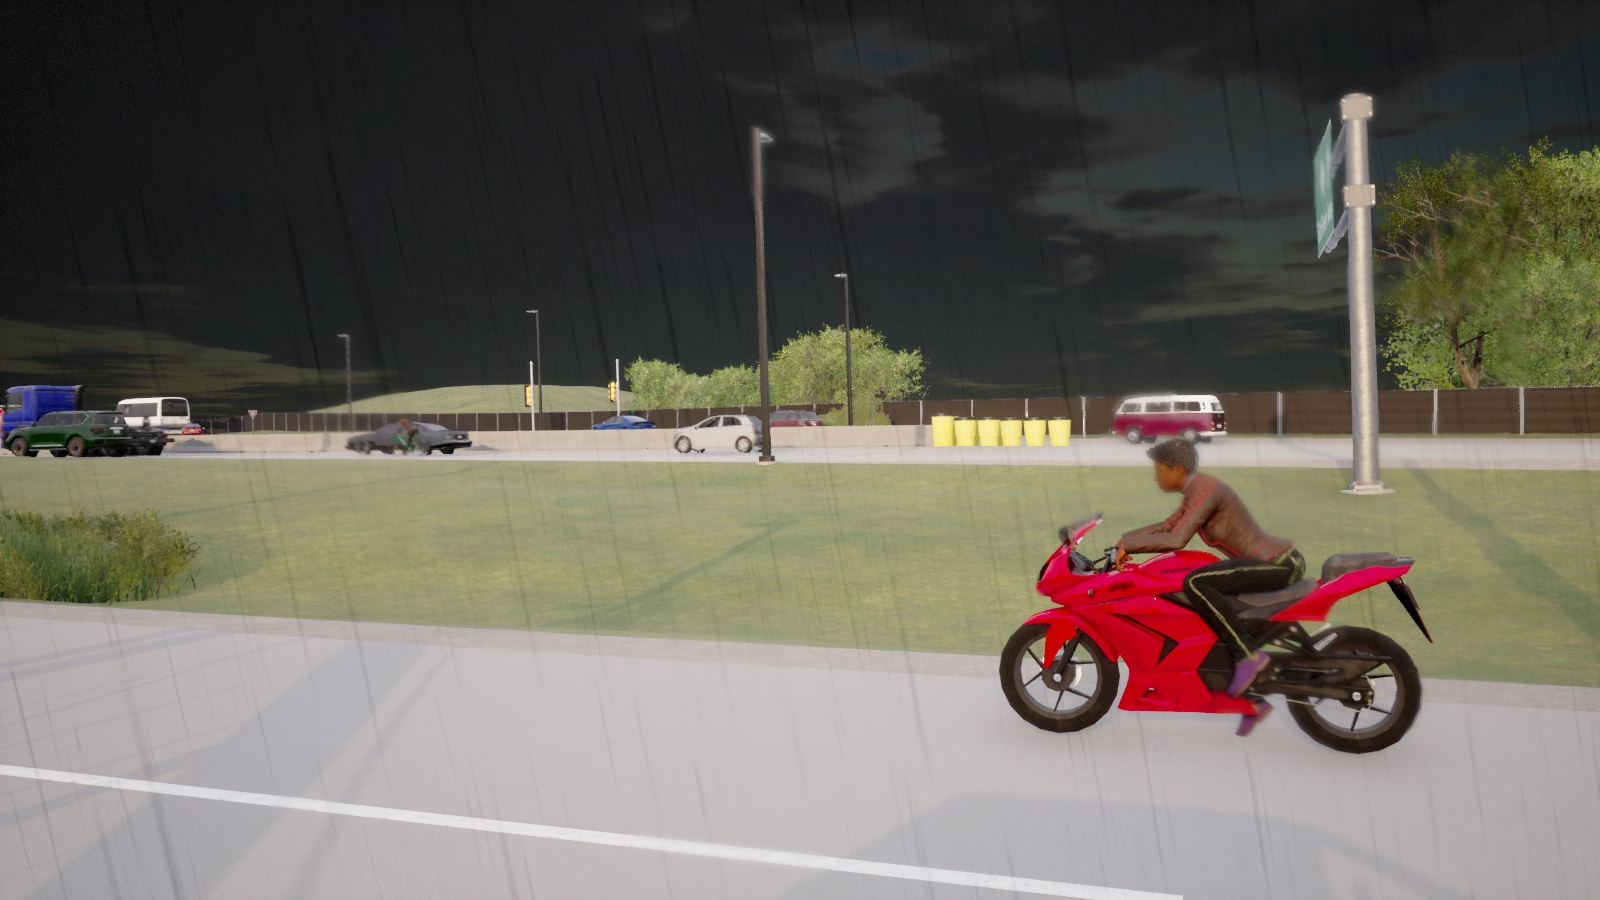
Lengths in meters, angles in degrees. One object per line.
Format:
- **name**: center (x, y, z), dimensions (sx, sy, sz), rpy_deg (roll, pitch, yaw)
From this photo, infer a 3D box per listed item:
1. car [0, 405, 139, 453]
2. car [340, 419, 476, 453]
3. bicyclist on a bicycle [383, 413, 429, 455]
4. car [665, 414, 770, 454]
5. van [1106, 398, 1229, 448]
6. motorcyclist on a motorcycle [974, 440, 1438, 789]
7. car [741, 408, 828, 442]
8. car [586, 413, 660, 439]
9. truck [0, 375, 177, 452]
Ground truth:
- **car**: center (-31.947, -0.911, 54.938), dimensions (5.566, 2.045, 2.150), rpy_deg (0, 1, 19)
- **car**: center (-16.624, -0.600, 53.304), dimensions (5.357, 1.411, 2.033), rpy_deg (0, 1, 19)
- **bicyclist on a bicycle**: center (-15.432, -0.640, 49.181), dimensions (1.656, 1.620, 0.582), rpy_deg (0, 1, 19)
- **car**: center (-3.170, -0.608, 48.611), dimensions (3.633, 1.501, 1.845), rpy_deg (0, 1, 19)
- **van**: center (15.381, -1.132, 52.592), dimensions (4.480, 2.038, 2.069), rpy_deg (1, 2, 39)
- **motorcyclist on a motorcycle**: center (1.956, 0.718, 6.226), dimensions (2.044, 1.523, 0.797), rpy_deg (0, 1, 19)
- **car**: center (-0.859, -1.341, 67.187), dimensions (4.553, 1.767, 2.097), rpy_deg (1, 2, 44)
- **car**: center (-10.967, -1.477, 77.592), dimensions (1.882, 1.535, 5.008), rpy_deg (-2, 2, -44)
- **truck**: center (-33.647, -1.668, 59.226), dimensions (7.936, 3.462, 2.891), rpy_deg (0, 1, 19)
